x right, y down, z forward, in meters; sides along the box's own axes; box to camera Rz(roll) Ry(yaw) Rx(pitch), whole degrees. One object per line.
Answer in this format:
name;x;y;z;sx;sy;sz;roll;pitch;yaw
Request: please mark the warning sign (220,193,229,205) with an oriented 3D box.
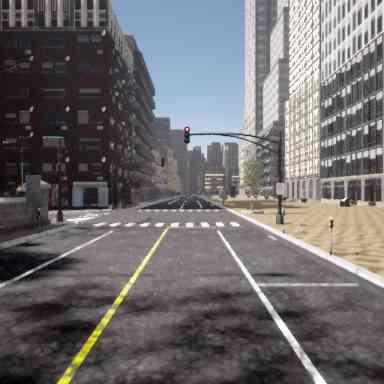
warning sign;5.071;1.133;52.213;1.300;1.860;1.060;0;0;0
